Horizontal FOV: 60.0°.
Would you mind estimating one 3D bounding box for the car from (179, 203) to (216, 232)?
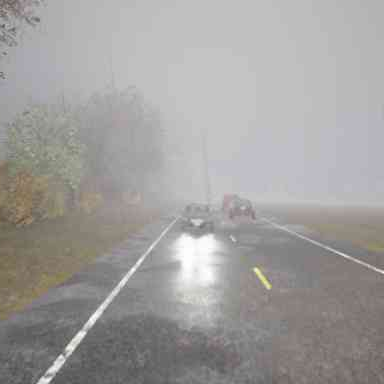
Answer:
[{"bbox_3d":[0.339,1.451,20.061,2.128,1.511,4.902,0,0,2],"label":"car"}]

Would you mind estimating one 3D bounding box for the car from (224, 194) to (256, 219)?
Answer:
[{"bbox_3d":[4.157,1.321,28.598,2.097,1.767,4.553,0,0,3],"label":"car"}]

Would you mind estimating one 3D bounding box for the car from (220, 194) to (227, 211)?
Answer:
[{"bbox_3d":[4.631,1.196,40.155,2.150,2.045,5.566,0,0,4],"label":"car"}]

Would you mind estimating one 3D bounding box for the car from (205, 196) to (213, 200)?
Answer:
[{"bbox_3d":[4.079,1.476,78.256,1.812,1.442,4.674,0,0,6],"label":"car"}]
